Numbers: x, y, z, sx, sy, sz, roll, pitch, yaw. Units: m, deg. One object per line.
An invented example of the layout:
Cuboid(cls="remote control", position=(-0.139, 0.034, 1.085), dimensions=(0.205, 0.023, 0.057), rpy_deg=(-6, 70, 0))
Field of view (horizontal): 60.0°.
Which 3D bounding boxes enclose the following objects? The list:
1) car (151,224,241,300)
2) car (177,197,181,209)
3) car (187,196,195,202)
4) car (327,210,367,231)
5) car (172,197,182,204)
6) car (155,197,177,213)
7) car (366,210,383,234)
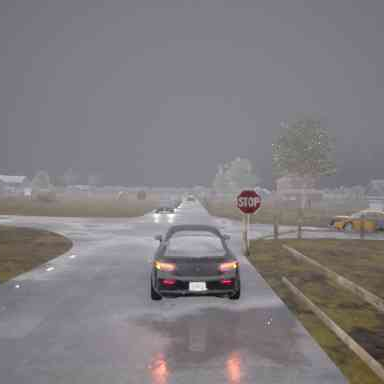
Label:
Cuboid(cls="car", position=(0.027, 1.528, 8.265), dimensions=(1.812, 1.442, 4.674), rpy_deg=(0, 0, -2))
Cuboid(cls="car", position=(-2.953, 1.596, 46.284), dimensions=(1.994, 1.385, 4.181), rpy_deg=(0, 0, 0))
Cuboid(cls="car", position=(-0.192, 1.563, 78.464), dimensions=(1.882, 1.535, 5.008), rpy_deg=(0, 0, 0))
Cuboid(cls="car", position=(12.225, 2.017, 23.568), dimensions=(5.008, 1.535, 1.882), rpy_deg=(2, 0, -2))
Cuboid(cls="car", position=(-2.941, 1.665, 66.074), dimensions=(1.895, 1.301, 4.718), rpy_deg=(0, 0, 0))
Cuboid(cls="car", position=(-2.939, 1.529, 37.139), dimensions=(1.837, 1.490, 4.892), rpy_deg=(0, 0, 0))
Cuboid(cls="car", position=(14.000, 2.098, 20.691), dimensions=(4.902, 1.511, 2.128), rpy_deg=(2, 0, 0))
